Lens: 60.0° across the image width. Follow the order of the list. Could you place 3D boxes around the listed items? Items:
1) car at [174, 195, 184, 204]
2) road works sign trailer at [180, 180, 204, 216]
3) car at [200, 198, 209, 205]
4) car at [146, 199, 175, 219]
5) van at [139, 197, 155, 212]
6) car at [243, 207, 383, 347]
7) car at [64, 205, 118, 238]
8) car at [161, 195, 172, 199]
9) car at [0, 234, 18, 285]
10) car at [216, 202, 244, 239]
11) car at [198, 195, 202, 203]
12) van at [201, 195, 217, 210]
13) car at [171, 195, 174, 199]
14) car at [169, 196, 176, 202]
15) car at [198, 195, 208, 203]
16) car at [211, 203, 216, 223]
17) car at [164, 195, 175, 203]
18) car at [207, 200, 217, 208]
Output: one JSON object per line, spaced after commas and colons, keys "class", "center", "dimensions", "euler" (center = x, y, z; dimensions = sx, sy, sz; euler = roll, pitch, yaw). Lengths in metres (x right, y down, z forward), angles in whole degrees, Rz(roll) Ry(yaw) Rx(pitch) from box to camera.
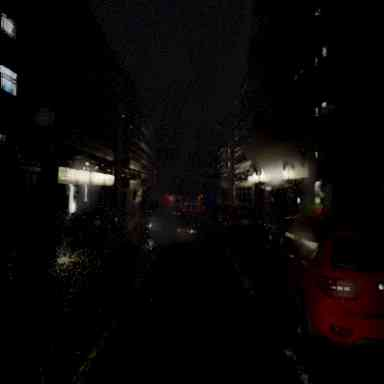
{"class": "car", "center": [-2.755, 1.708, 71.475], "dimensions": [1.882, 1.535, 5.008], "euler": [0, 0, 0]}
{"class": "road works sign trailer", "center": [-0.002, 0.600, 34.022], "dimensions": [2.380, 3.560, 2.880], "euler": [0, 0, 0]}
{"class": "car", "center": [2.551, 1.861, 68.672], "dimensions": [1.802, 1.307, 4.206], "euler": [-1, 0, 0]}
{"class": "car", "center": [-2.858, 1.649, 30.982], "dimensions": [1.812, 1.442, 4.674], "euler": [0, 0, 0]}
{"class": "van", "center": [-5.330, 1.503, 40.507], "dimensions": [1.690, 1.788, 3.998], "euler": [-1, 0, 0]}
{"class": "car", "center": [2.541, 1.340, 6.366], "dimensions": [2.192, 1.841, 5.009], "euler": [-1, 0, 0]}
{"class": "car", "center": [-5.327, 1.511, 17.902], "dimensions": [1.967, 1.590, 4.097], "euler": [-1, 0, 0]}
{"class": "car", "center": [-5.329, 1.800, 63.111], "dimensions": [1.887, 1.381, 4.507], "euler": [-1, 0, 0]}
{"class": "car", "center": [-5.326, 1.466, 6.599], "dimensions": [1.967, 1.590, 4.097], "euler": [-1, 0, 0]}
{"class": "car", "center": [2.557, 1.510, 17.694], "dimensions": [1.967, 1.590, 4.097], "euler": [-1, 0, 0]}
{"class": "car", "center": [2.548, 1.546, 57.345], "dimensions": [2.192, 1.841, 5.009], "euler": [-1, 0, 0]}
{"class": "van", "center": [2.549, 1.525, 46.016], "dimensions": [1.690, 1.788, 3.998], "euler": [-1, 0, 0]}
{"class": "car", "center": [-5.330, 1.824, 68.762], "dimensions": [1.887, 1.381, 4.507], "euler": [-1, 0, 0]}
{"class": "car", "center": [-5.332, 1.900, 91.197], "dimensions": [1.752, 1.417, 4.829], "euler": [-1, 0, 0]}
{"class": "car", "center": [2.546, 1.642, 80.001], "dimensions": [2.192, 1.841, 5.009], "euler": [-1, 0, 0]}
{"class": "car", "center": [2.554, 1.674, 23.358], "dimensions": [1.802, 1.307, 4.206], "euler": [-1, 0, 0]}
{"class": "car", "center": [-5.334, 1.642, 80.065], "dimensions": [2.192, 1.841, 5.009], "euler": [-1, 0, 0]}
{"class": "car", "center": [2.553, 1.660, 29.022], "dimensions": [1.887, 1.381, 4.507], "euler": [-1, 0, 0]}
